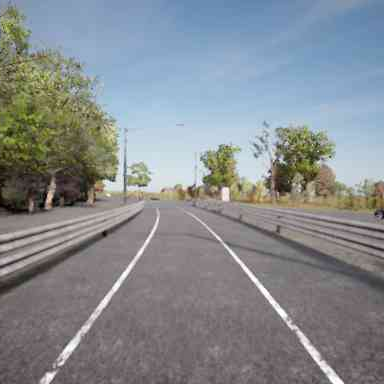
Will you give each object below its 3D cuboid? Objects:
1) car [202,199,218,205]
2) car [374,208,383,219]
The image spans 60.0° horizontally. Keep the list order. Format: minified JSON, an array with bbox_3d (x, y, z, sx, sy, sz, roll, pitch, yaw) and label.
[{"bbox_3d":[3.869,2.084,68.921,1.895,1.301,4.718,0,0,-24],"label":"car"},{"bbox_3d":[20.295,1.954,32.469,1.837,1.490,4.892,0,0,-24],"label":"car"}]
